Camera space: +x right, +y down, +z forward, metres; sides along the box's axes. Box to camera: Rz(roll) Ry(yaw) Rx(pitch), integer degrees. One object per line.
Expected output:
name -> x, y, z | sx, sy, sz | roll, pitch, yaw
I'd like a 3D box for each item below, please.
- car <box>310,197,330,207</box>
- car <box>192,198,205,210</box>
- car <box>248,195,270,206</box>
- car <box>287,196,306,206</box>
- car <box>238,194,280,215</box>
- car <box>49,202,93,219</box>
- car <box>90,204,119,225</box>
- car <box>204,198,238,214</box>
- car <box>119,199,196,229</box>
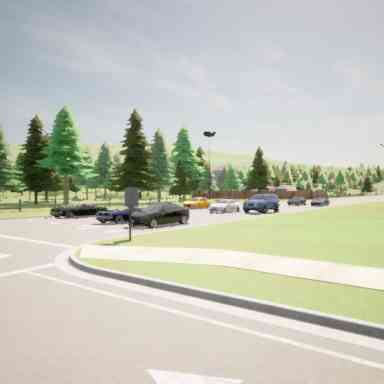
car -> 20.296, 1.547, 52.434 | 2.033, 1.411, 5.357 | 0, 0, 36
car -> 0.735, 1.476, 43.694 | 1.882, 1.535, 5.008 | 0, 0, 36
car -> 11.866, 1.414, 58.694 | 2.097, 1.767, 4.553 | 0, 0, 36
car -> 17.033, 1.508, 53.919 | 1.837, 1.490, 4.892 | 0, 0, 37
car -> 7.390, 1.220, 35.024 | 2.150, 2.045, 5.566 | 0, 0, 36
car -> -9.932, 1.599, 29.172 | 1.895, 1.301, 4.718 | 0, 0, 36
car -> -4.738, 1.600, 24.418 | 1.895, 1.301, 4.718 | 0, 0, 36
car -> 3.624, 1.525, 35.781 | 1.812, 1.442, 4.674 | 0, 0, 36
car -> -2.127, 1.477, 22.054 | 1.882, 1.535, 5.008 | 0, 1, 36
